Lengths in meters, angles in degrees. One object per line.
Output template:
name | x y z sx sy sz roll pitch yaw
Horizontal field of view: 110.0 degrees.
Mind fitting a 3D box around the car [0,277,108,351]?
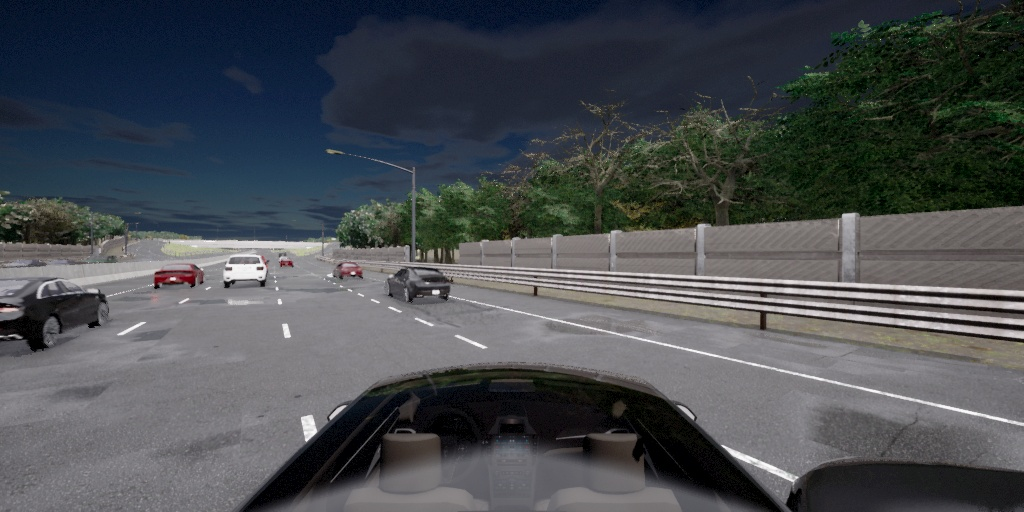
car | -11.411 1.238 8.343 2.128 1.511 4.902 0 0 -34

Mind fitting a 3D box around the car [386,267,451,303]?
car | -4.519 1.252 16.890 1.837 1.490 4.892 0 0 -34

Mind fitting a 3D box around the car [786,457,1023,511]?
car | 2.984 1.315 0.547 4.181 1.385 1.994 0 0 34

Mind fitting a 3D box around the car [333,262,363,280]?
car | -14.556 1.261 31.783 1.812 1.442 4.674 0 0 -34

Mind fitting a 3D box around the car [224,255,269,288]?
car | -18.003 0.957 24.364 2.150 2.045 5.566 0 0 -34

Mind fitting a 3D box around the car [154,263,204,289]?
car | -21.557 1.214 23.376 1.882 1.535 5.008 0 0 -34
